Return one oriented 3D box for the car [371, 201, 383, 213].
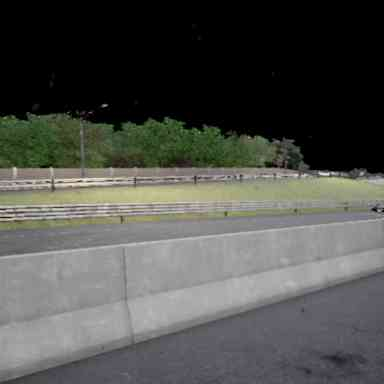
[{"bbox_3d":[22.199,1.663,37.206,5.357,1.411,2.033,1,0,-36],"label":"car"}]
